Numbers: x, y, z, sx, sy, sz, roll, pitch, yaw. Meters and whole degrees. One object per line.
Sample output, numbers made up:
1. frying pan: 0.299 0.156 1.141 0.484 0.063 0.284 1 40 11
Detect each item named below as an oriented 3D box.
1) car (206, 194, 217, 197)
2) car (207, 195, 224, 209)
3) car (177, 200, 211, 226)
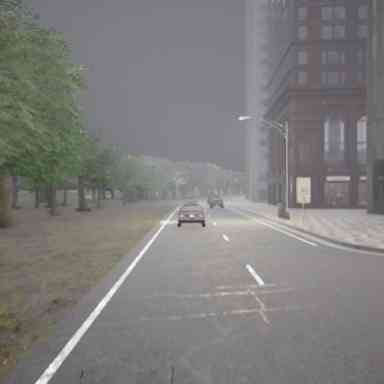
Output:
1. car: 3.838 1.346 60.887 2.150 2.045 5.566 0 0 4
2. car: 3.436 1.556 46.916 1.837 1.490 4.892 0 -2 2
3. car: -0.044 1.536 23.117 2.033 1.411 5.357 0 0 0
